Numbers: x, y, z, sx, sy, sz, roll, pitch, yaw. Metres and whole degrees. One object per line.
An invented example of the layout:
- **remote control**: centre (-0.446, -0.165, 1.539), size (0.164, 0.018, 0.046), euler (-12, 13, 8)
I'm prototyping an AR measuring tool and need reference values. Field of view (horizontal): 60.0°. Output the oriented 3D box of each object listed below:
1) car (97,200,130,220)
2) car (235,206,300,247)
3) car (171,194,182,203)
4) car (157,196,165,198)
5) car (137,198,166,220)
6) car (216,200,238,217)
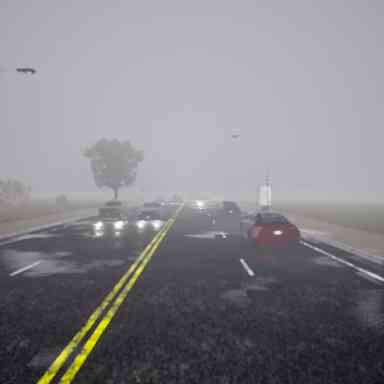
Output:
- **car**: centre (-6.593, 1.454, 28.386), size (1.882, 1.535, 5.008), euler (0, 0, 0)
- **car**: centre (3.351, 1.551, 14.973), size (1.994, 1.385, 4.181), euler (0, 0, 0)
- **car**: centre (-3.235, 1.284, 69.273), size (2.097, 1.767, 4.553), euler (0, 0, 0)
- **car**: centre (-6.485, 1.469, 69.242), size (2.033, 1.411, 5.357), euler (0, 0, 0)
- **car**: centre (-3.345, 1.524, 27.988), size (2.033, 1.411, 5.357), euler (0, 0, 0)
- **car**: centre (3.342, 1.499, 30.843), size (1.812, 1.442, 4.674), euler (0, 0, 0)
